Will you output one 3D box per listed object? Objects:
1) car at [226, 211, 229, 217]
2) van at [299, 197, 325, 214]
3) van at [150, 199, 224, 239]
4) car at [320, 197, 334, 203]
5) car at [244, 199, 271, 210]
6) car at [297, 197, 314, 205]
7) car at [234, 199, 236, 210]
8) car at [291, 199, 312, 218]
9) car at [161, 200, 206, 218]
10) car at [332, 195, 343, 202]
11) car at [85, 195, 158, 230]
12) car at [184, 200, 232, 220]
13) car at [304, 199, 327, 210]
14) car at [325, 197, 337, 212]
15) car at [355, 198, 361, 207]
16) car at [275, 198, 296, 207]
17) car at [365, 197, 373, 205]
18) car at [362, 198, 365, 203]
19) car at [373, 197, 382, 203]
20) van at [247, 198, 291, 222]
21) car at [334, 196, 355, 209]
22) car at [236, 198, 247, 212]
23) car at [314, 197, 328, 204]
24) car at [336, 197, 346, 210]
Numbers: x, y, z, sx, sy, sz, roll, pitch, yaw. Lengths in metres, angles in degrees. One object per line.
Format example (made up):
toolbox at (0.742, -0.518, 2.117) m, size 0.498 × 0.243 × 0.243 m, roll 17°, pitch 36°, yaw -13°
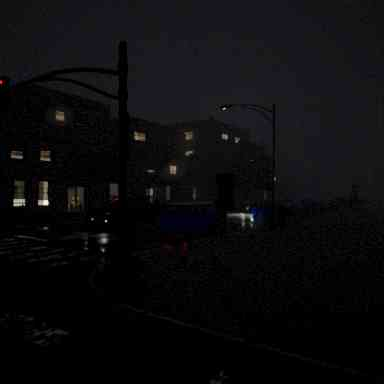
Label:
car at (0.537, 1.550, 23.090) m, size 2.128 × 1.511 × 4.902 m, roll 1°, pitch 0°, yaw 35°
van at (12.605, 1.469, 35.723) m, size 1.690 × 1.788 × 3.998 m, roll 0°, pitch 0°, yaw 35°
van at (-0.102, 1.407, 17.658) m, size 1.690 × 1.788 × 3.998 m, roll 0°, pitch 0°, yaw 35°
car at (31.174, 1.793, 76.690) m, size 1.947 × 1.339 × 4.313 m, roll 0°, pitch 0°, yaw 35°
car at (8.937, 1.629, 45.077) m, size 1.887 × 1.381 × 4.507 m, roll 0°, pitch 0°, yaw 35°
car at (21.645, 1.706, 63.141) m, size 1.887 × 1.381 × 4.507 m, roll 0°, pitch 0°, yaw 35°
car at (5.762, 1.507, 40.560) m, size 1.967 × 1.590 × 4.097 m, roll 0°, pitch 0°, yaw 35°
car at (9.427, 1.656, 31.206) m, size 1.887 × 1.381 × 4.507 m, roll 0°, pitch 0°, yaw 35°
car at (-0.691, 1.559, 31.388) m, size 1.752 × 1.417 × 4.829 m, roll 0°, pitch 0°, yaw 35°
car at (37.529, 1.713, 85.723) m, size 1.967 × 1.590 × 4.097 m, roll 0°, pitch 0°, yaw 35°
car at (-4.262, 1.248, 21.802) m, size 2.150 × 2.045 × 5.566 m, roll 1°, pitch 0°, yaw 35°
car at (1.551, 1.530, 30.064) m, size 1.882 × 1.535 × 5.008 m, roll 1°, pitch 0°, yaw 35°
car at (17.633, 1.750, 47.371) m, size 1.895 × 1.301 × 4.718 m, roll 1°, pitch 0°, yaw 35°
car at (15.879, 1.671, 40.379) m, size 1.752 × 1.417 × 4.829 m, roll 0°, pitch 0°, yaw 35°
car at (25.313, 1.517, 53.790) m, size 2.192 × 1.841 × 5.009 m, roll 0°, pitch 0°, yaw 35°
car at (15.291, 1.666, 54.108) m, size 1.887 × 1.381 × 4.507 m, roll 0°, pitch 0°, yaw 35°
car at (34.842, 1.810, 67.338) m, size 1.887 × 1.381 × 4.507 m, roll 0°, pitch 0°, yaw 35°
car at (28.587, 1.748, 58.445) m, size 1.752 × 1.417 × 4.829 m, roll 0°, pitch 0°, yaw 35°
car at (44.373, 1.900, 80.887) m, size 1.947 × 1.339 × 4.313 m, roll 0°, pitch 0°, yaw 35°
van at (6.252, 1.436, 26.691) m, size 1.690 × 1.788 × 3.998 m, roll 0°, pitch 0°, yaw 35°
car at (22.136, 1.497, 49.273) m, size 2.192 × 1.841 × 5.009 m, roll 0°, pitch 0°, yaw 35°
car at (7.509, 1.575, 38.520) m, size 2.128 × 1.511 × 4.902 m, roll 1°, pitch 0°, yaw 35°
car at (27.900, 1.729, 72.035) m, size 1.752 × 1.417 × 4.829 m, roll 0°, pitch 0°, yaw 35°
car at (18.958, 1.729, 44.756) m, size 1.947 × 1.339 × 4.313 m, roll 0°, pitch 0°, yaw 35°
